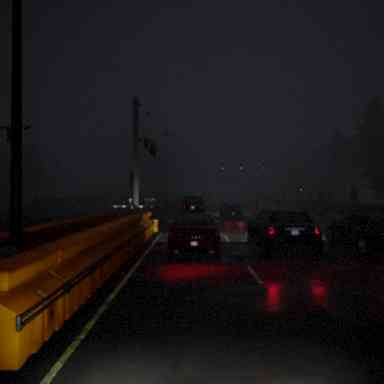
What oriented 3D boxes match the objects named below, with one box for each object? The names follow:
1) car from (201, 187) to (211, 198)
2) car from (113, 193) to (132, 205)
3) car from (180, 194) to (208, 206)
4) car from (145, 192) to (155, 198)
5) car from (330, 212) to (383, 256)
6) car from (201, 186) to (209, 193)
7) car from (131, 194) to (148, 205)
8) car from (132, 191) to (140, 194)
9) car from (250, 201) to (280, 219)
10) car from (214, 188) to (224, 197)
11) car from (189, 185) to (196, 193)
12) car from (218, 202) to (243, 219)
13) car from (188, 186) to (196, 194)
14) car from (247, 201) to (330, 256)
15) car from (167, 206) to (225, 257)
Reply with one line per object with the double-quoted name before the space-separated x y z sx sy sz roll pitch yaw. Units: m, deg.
"car" 3.580 0.206 83.644 2.150 2.045 5.566 0 6 0
"car" -14.005 1.431 66.128 2.150 2.045 5.566 0 2 0
"car" 0.082 1.397 30.278 2.150 2.045 5.566 0 0 0
"car" -10.428 0.678 82.176 1.812 1.442 4.674 0 5 0
"car" 7.074 1.584 13.386 1.837 1.490 4.892 0 0 0
"car" 3.638 -0.813 94.085 2.128 1.511 4.902 0 7 0
"car" -10.509 1.696 65.861 1.882 1.535 5.008 0 2 0
"car" -13.928 0.643 82.254 1.837 1.490 4.892 0 5 0
"car" 7.086 1.669 32.806 1.882 1.535 5.008 0 0 0
"car" 7.085 0.455 84.459 1.994 1.385 4.181 0 6 0
"car" 0.138 -0.860 94.099 1.882 1.535 5.008 0 7 0
"car" 3.582 1.674 31.195 2.128 1.511 4.902 0 0 0
"car" 0.082 0.302 84.031 2.097 1.767 4.553 0 6 0
"car" 3.574 1.432 13.612 2.097 1.767 4.553 0 0 0
"car" 0.072 1.557 13.429 1.882 1.535 5.008 0 0 0
